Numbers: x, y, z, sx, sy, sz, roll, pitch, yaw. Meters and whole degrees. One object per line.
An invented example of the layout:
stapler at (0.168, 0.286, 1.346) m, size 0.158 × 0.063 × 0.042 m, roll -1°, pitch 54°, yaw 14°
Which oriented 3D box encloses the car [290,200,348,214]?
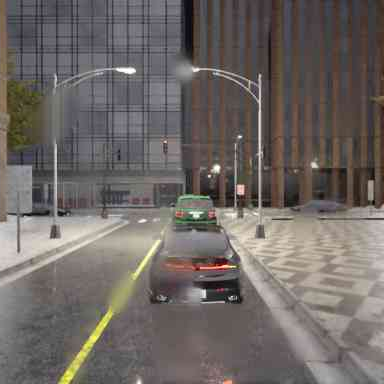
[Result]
car at (12.733, 1.485, 33.508) m, size 5.357 × 1.411 × 2.033 m, roll 0°, pitch 0°, yaw 0°

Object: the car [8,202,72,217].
car at (-13.893, 1.600, 30.281) m, size 5.357 × 1.411 × 2.033 m, roll 0°, pitch 0°, yaw 1°

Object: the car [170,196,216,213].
car at (0.040, 1.218, 18.127) m, size 2.150 × 2.045 × 5.566 m, roll 0°, pitch 0°, yaw -3°

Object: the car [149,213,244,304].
car at (0.083, 1.503, 8.135) m, size 1.837 × 1.490 × 4.892 m, roll 0°, pitch 0°, yaw 0°
